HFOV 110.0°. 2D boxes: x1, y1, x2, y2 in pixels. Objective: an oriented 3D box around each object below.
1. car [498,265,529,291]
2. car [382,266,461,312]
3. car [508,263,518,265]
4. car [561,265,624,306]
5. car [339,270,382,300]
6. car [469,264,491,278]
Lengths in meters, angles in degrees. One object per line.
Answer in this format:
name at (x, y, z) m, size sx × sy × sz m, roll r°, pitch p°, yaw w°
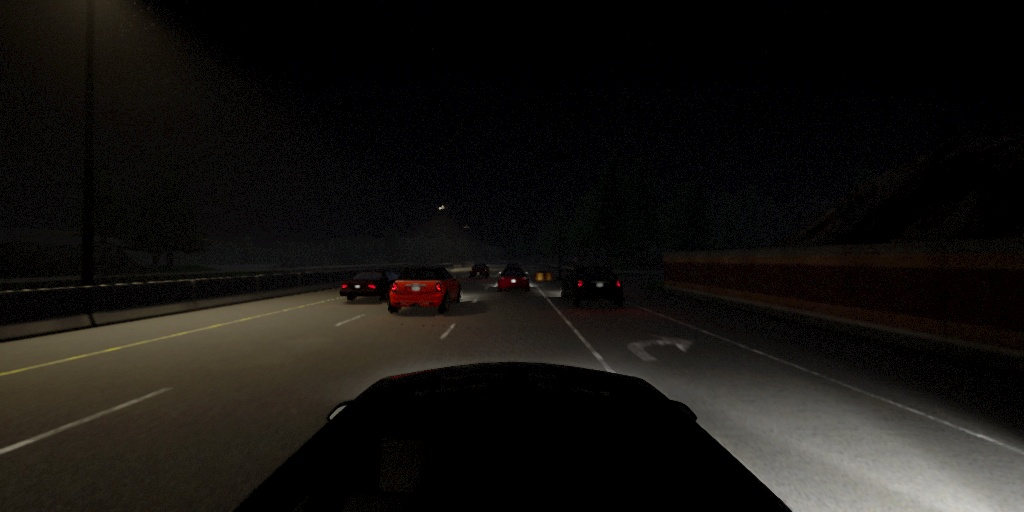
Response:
car at (0.094, 1.489, 23.519) m, size 1.994 × 1.385 × 4.181 m, roll 0°, pitch 0°, yaw 0°
car at (-3.403, 1.206, 14.835) m, size 2.097 × 1.767 × 4.553 m, roll 0°, pitch -1°, yaw 0°
car at (0.091, 1.617, 44.229) m, size 1.812 × 1.442 × 4.674 m, roll 0°, pitch 0°, yaw 0°
car at (3.597, 1.222, 16.791) m, size 2.097 × 1.767 × 4.553 m, roll 0°, pitch -1°, yaw 0°
car at (-6.904, 1.432, 18.524) m, size 2.033 × 1.411 × 5.357 m, roll 0°, pitch 0°, yaw 0°
car at (-3.406, 1.570, 38.494) m, size 1.812 × 1.442 × 4.674 m, roll 0°, pitch 0°, yaw 0°
